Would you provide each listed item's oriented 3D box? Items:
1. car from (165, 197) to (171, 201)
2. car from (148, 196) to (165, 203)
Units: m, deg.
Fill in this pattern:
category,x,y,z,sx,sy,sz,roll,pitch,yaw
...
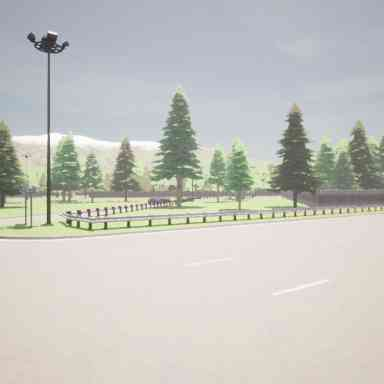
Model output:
category,x,y,z,sx,sy,sz,roll,pitch,yaw
car,-5.665,1.598,69.789,1.895,1.301,4.718,0,0,5
car,-6.661,1.523,59.562,1.812,1.442,4.674,0,0,5
